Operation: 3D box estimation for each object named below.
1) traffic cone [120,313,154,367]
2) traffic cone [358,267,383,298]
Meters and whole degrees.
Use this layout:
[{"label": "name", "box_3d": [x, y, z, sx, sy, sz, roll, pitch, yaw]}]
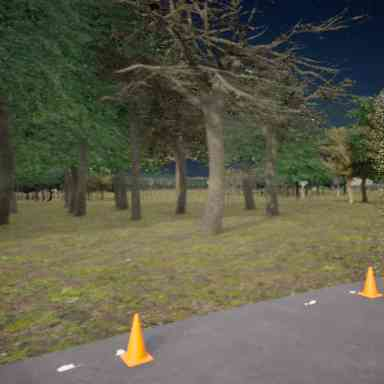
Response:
[{"label": "traffic cone", "box_3d": [-0.732, 1.914, 4.420, 0.340, 0.580, 0.340, 0, 1, -33]}, {"label": "traffic cone", "box_3d": [3.776, 1.886, 7.042, 0.340, 0.580, 0.340, 0, 1, -28]}]
